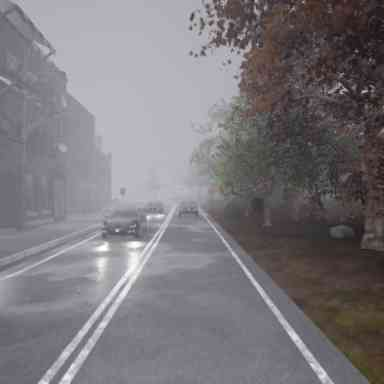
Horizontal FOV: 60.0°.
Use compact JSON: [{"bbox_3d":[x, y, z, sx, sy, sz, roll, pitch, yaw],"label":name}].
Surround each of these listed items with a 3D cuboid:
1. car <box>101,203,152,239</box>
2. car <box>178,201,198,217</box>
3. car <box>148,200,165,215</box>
[{"bbox_3d":[-3.515,1.554,17.920,1.837,1.490,4.892,0,0,-1],"label":"car"},{"bbox_3d":[-0.354,1.549,31.752,2.033,1.411,5.357,0,0,-2],"label":"car"},{"bbox_3d":[-3.845,1.548,34.028,1.994,1.385,4.181,0,1,-1],"label":"car"}]
